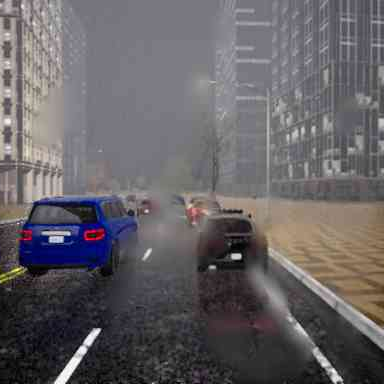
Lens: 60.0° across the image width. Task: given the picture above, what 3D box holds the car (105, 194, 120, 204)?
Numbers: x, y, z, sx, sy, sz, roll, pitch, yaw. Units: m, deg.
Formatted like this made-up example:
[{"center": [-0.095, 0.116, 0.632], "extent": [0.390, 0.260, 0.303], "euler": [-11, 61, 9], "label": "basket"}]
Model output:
[{"center": [-12.847, 1.157, 54.236], "extent": [1.837, 1.490, 4.892], "euler": [0, 0, -7], "label": "car"}]

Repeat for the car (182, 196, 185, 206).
[{"center": [0.555, 1.171, 26.804], "extent": [2.097, 1.767, 4.553], "euler": [0, 0, -3], "label": "car"}]

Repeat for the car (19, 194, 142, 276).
[{"center": [-3.096, 1.152, 10.227], "extent": [2.150, 2.045, 5.566], "euler": [0, 0, 0], "label": "car"}]

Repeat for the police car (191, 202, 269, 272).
[{"center": [1.060, 1.352, 10.700], "extent": [1.930, 1.638, 5.238], "euler": [0, 0, -1], "label": "police car"}]

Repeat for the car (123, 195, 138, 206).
[{"center": [-8.938, 1.187, 48.948], "extent": [1.837, 1.490, 4.892], "euler": [0, 0, -7], "label": "car"}]

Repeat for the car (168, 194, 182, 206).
[{"center": [-1.954, 1.218, 46.850], "extent": [1.812, 1.442, 4.674], "euler": [0, 0, -6], "label": "car"}]

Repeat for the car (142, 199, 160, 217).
[{"center": [-3.738, 1.334, 28.651], "extent": [1.812, 1.442, 4.674], "euler": [0, 0, -3], "label": "car"}]

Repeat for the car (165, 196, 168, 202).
[{"center": [-3.635, 1.138, 60.356], "extent": [1.812, 1.442, 4.674], "euler": [0, 0, -8], "label": "car"}]

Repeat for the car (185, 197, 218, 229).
[{"center": [0.827, 1.211, 20.716], "extent": [2.097, 1.767, 4.553], "euler": [0, 0, -2], "label": "car"}]
